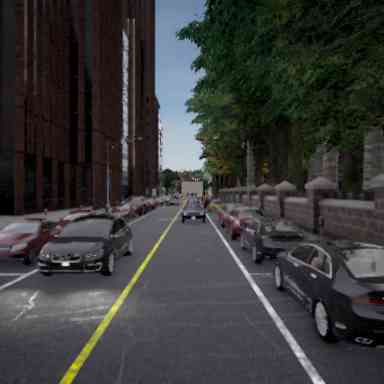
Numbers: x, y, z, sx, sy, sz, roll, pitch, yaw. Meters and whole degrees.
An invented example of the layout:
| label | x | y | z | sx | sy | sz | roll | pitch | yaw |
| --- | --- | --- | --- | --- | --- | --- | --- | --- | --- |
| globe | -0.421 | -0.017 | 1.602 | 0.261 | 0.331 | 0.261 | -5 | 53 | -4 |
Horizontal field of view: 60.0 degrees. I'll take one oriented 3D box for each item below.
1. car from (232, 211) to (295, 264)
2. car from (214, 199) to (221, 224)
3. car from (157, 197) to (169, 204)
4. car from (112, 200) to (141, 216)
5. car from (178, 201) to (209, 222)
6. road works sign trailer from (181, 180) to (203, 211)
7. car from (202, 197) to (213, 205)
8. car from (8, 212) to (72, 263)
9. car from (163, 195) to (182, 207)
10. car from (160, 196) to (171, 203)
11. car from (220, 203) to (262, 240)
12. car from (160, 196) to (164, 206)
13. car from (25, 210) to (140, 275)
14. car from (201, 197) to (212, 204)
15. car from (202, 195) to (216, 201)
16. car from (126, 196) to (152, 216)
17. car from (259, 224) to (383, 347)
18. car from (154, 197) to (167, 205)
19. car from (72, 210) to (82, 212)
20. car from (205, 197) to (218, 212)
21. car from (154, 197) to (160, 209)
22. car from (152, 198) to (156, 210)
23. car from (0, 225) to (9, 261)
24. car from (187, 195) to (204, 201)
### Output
| label | x | y | z | sx | sy | sz | roll | pitch | yaw |
| --- | --- | --- | --- | --- | --- | --- | --- | --- | --- |
| car | 2.770 | 1.573 | 11.756 | 2.008 | 1.369 | 4.403 | 0 | 0 | 0 |
| car | 2.776 | 1.483 | 22.669 | 1.967 | 1.590 | 4.097 | 0 | 0 | 0 |
| car | -5.725 | 1.686 | 66.324 | 1.887 | 1.381 | 4.507 | 0 | 0 | 0 |
| car | -5.746 | 1.635 | 28.125 | 1.802 | 1.307 | 4.206 | 0 | 0 | 0 |
| car | 0.119 | 1.652 | 26.856 | 1.895 | 1.301 | 4.718 | 0 | 0 | 0 |
| road works sign trailer | 0.020 | 0.536 | 35.589 | 2.380 | 3.560 | 2.880 | 0 | 0 | 0 |
| car | 2.798 | 1.653 | 61.035 | 1.752 | 1.417 | 4.829 | 0 | 0 | 0 |
| car | -5.755 | 1.604 | 11.754 | 1.802 | 1.307 | 4.206 | 0 | 0 | 0 |
| car | -3.029 | 1.673 | 53.598 | 1.994 | 1.385 | 4.181 | 0 | 0 | 0 |
| car | -5.722 | 1.595 | 71.782 | 1.967 | 1.590 | 4.097 | 0 | 0 | 0 |
| car | 2.773 | 1.473 | 17.213 | 1.967 | 1.590 | 4.097 | 0 | 0 | 0 |
| car | -5.731 | 1.554 | 55.410 | 1.967 | 1.590 | 4.097 | 0 | 0 | 0 |
| car | -3.083 | 1.526 | 10.568 | 1.837 | 1.490 | 4.892 | 0 | 0 | 0 |
| car | 2.800 | 1.707 | 66.321 | 1.947 | 1.339 | 4.313 | 0 | 0 | 0 |
| car | 2.791 | 1.416 | 49.952 | 2.192 | 1.841 | 5.009 | 0 | 0 | 0 |
| car | -5.743 | 1.379 | 33.582 | 2.192 | 1.841 | 5.009 | 0 | 0 | 0 |
| car | 2.767 | 1.563 | 6.299 | 2.008 | 1.369 | 4.403 | 0 | 0 | 0 |
| car | -5.728 | 1.678 | 60.867 | 2.008 | 1.369 | 4.403 | 0 | 0 | 0 |
| car | -5.752 | 1.615 | 17.211 | 1.802 | 1.307 | 4.206 | 0 | 0 | 0 |
| car | 2.785 | 1.601 | 39.209 | 1.752 | 1.417 | 4.829 | 0 | 0 | 0 |
| car | -5.737 | 1.633 | 44.496 | 1.887 | 1.381 | 4.507 | 0 | 0 | 0 |
| car | -5.740 | 1.620 | 39.039 | 1.887 | 1.381 | 4.507 | 0 | 0 | 0 |
| car | -5.758 | 1.563 | 6.297 | 2.008 | 1.369 | 4.403 | 0 | 0 | 0 |
| car | 0.127 | 1.580 | 44.013 | 2.128 | 1.511 | 4.902 | 0 | 0 | 0 |
